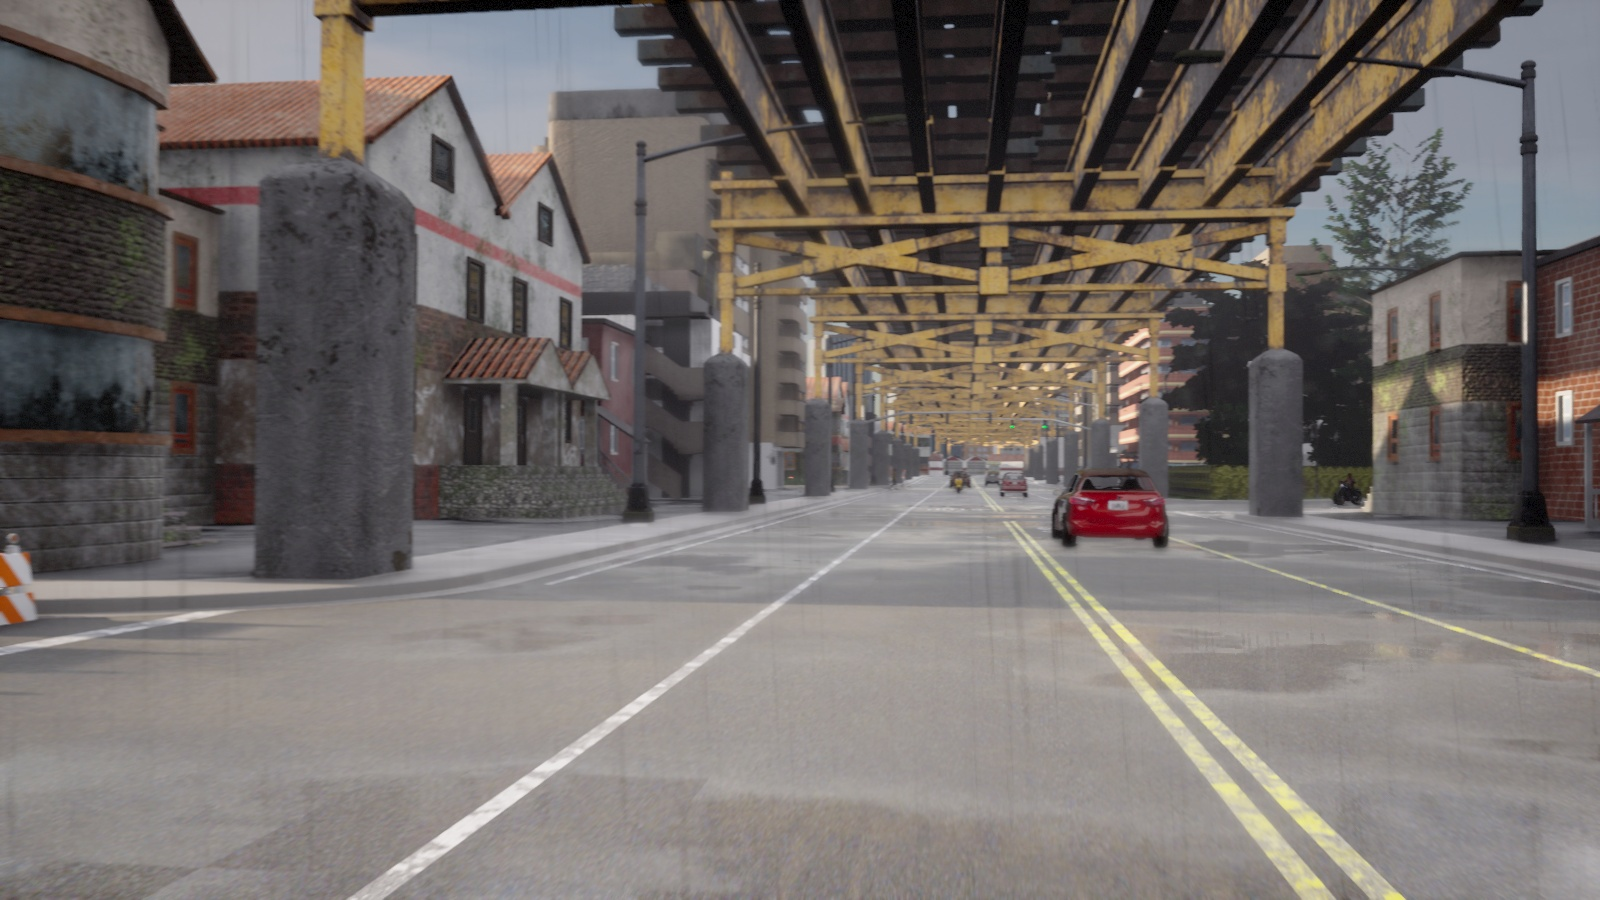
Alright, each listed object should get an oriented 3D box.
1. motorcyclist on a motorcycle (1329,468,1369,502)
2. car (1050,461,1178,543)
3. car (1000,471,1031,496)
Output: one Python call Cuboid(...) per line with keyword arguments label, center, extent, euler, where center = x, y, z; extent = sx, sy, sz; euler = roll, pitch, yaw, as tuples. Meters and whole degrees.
Cuboid(label="motorcyclist on a motorcycle", center=(27.233, 1.736, 62.300), extent=(2.350, 1.649, 0.766), euler=(0, -1, -38))
Cuboid(label="car", center=(6.887, 1.111, 28.064), extent=(2.242, 1.667, 4.611), euler=(0, -1, 7))
Cuboid(label="car", center=(13.765, 2.102, 80.304), extent=(1.789, 1.549, 3.705), euler=(0, -1, 7))
